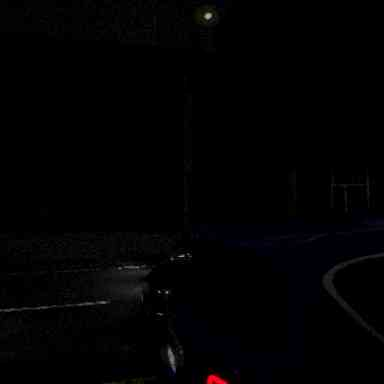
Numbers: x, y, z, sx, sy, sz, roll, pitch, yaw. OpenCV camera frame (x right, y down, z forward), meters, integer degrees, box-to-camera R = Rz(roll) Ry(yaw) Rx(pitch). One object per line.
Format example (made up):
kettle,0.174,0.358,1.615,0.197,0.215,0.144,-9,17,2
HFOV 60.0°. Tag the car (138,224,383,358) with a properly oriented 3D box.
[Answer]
car,1.554,1.519,6.173,4.902,1.511,2.128,0,0,-13

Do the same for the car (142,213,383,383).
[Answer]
car,2.465,1.225,2.988,5.566,2.045,2.150,-1,0,-13

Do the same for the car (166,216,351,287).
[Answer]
car,1.813,1.552,9.573,4.892,1.490,1.837,0,0,-13
